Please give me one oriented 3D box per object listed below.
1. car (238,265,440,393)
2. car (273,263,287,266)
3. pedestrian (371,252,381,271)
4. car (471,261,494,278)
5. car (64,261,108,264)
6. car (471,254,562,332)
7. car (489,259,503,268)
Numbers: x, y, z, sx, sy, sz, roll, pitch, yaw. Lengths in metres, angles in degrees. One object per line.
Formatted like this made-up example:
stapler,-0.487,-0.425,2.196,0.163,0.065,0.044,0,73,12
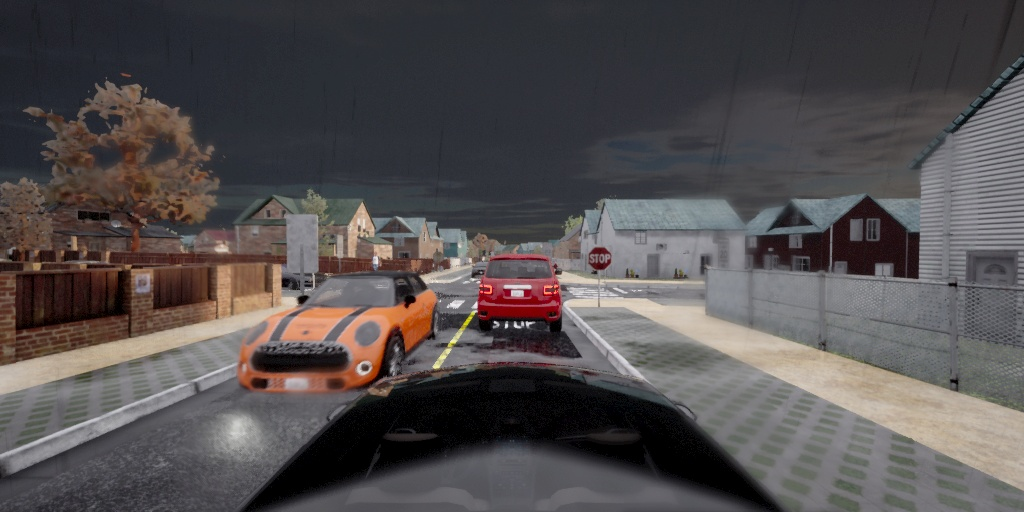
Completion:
car,-2.836,1.100,6.985,2.097,1.767,4.553,0,0,0
car,-12.852,1.090,19.519,5.357,1.411,2.033,1,1,3
pedestrian,-9.619,0.612,25.370,0.375,1.860,0.375,0,0,1
car,-2.766,1.247,34.732,1.837,1.490,4.892,0,0,0
car,-23.209,0.930,19.773,4.718,1.301,1.895,1,1,1
car,0.369,0.969,11.060,2.150,2.045,5.566,0,0,5
car,-2.661,1.217,61.055,2.128,1.511,4.902,0,0,0
